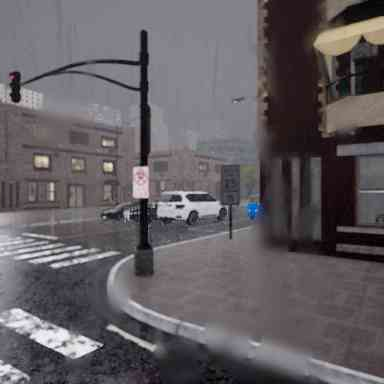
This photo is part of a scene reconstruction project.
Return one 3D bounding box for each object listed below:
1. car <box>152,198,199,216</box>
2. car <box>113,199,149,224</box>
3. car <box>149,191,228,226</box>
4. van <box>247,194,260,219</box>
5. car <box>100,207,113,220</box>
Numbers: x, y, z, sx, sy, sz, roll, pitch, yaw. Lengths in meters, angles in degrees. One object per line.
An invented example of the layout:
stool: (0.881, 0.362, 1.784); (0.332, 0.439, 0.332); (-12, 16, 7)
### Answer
car: (-1.353, 1.277, 28.967); (1.802, 1.307, 4.206); (1, 1, 35)
car: (-2.613, 1.251, 22.728); (2.128, 1.511, 4.902); (0, 1, 35)
car: (0.142, 0.975, 21.241); (2.150, 2.045, 5.566); (0, 1, 37)
van: (5.493, 1.030, 24.129); (1.690, 1.788, 3.998); (1, 1, 35)
car: (-4.648, 1.326, 24.321); (1.947, 1.339, 4.313); (1, 1, 35)
